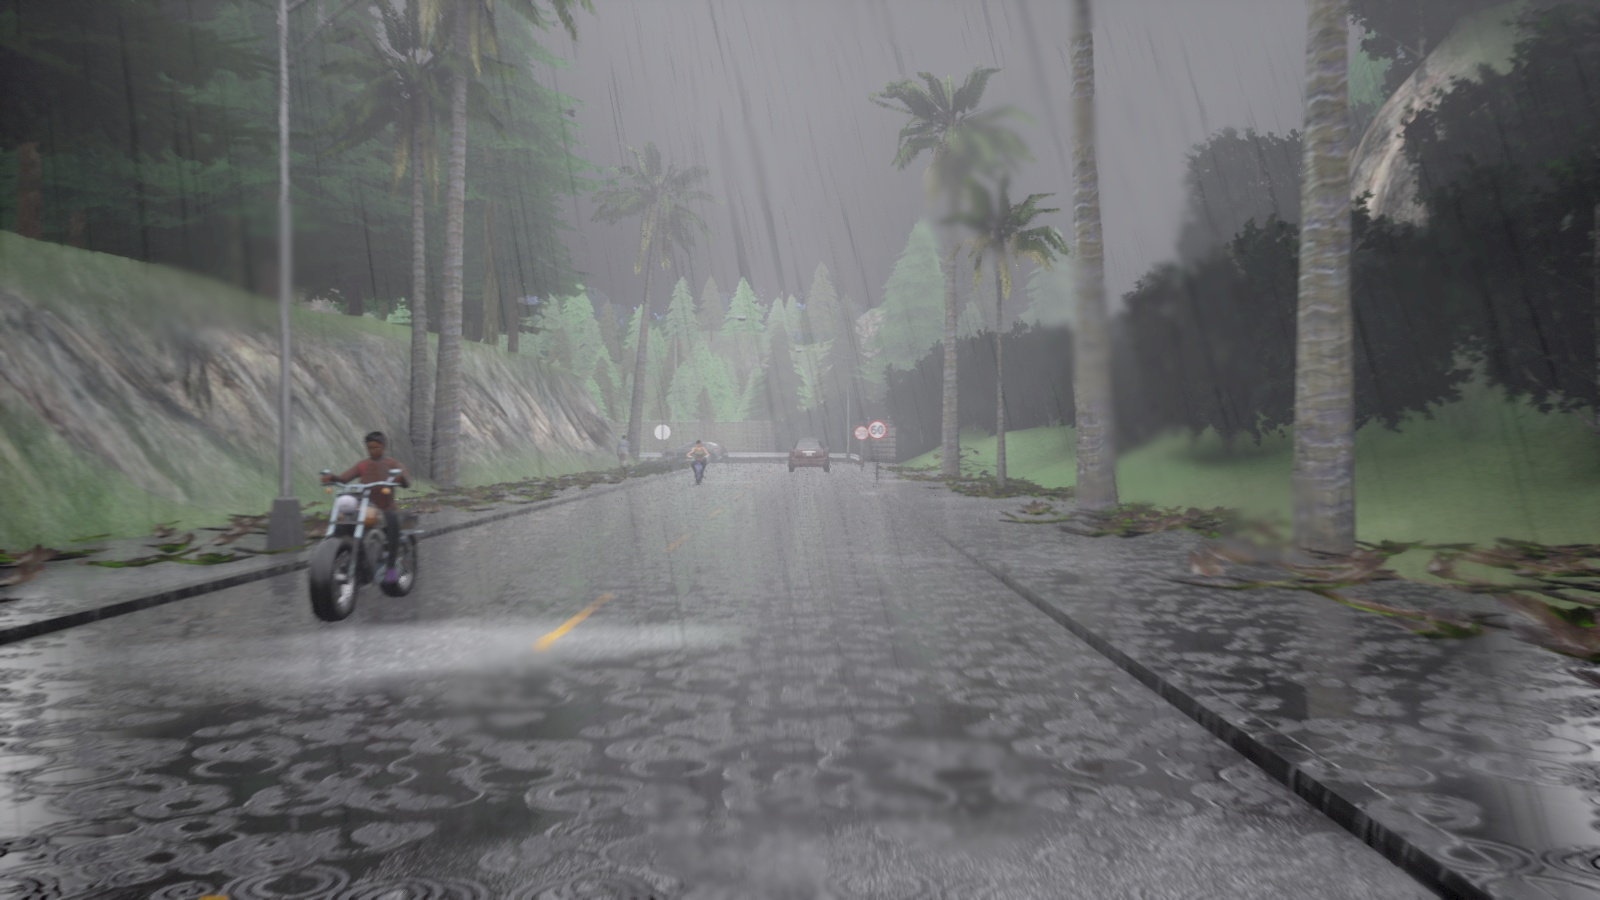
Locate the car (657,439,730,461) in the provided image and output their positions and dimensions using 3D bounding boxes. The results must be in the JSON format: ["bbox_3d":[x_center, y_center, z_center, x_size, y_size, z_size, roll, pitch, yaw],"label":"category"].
[{"bbox_3d":[-7.998,-0.006,94.363,5.027,1.651,2.152,0,0,20],"label":"car"}]

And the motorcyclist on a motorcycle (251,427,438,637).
[{"bbox_3d":[-3.915,0.632,11.035,0.766,1.649,2.350,0,1,0],"label":"motorcyclist on a motorcycle"}]

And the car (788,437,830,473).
[{"bbox_3d":[0.470,0.240,65.624,2.097,1.767,4.553,0,0,0],"label":"car"}]

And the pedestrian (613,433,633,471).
[{"bbox_3d":[-8.875,0.094,62.970,0.874,1.855,0.900,0,0,0],"label":"pedestrian"}]
